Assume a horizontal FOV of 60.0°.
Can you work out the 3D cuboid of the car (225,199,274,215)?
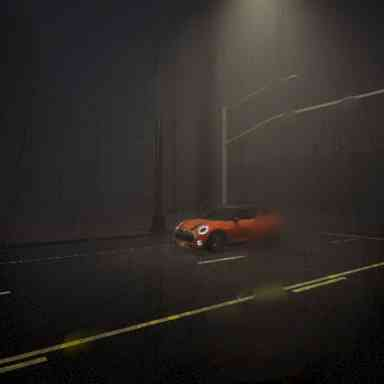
[{"bbox_3d":[5.856,1.491,34.519,2.128,1.511,4.902,0,0,-36],"label":"car"}]

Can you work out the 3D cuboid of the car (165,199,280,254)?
[{"bbox_3d":[1.477,1.352,13.617,4.553,1.767,2.097,0,0,-35],"label":"car"}]

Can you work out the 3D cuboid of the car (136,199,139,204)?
[{"bbox_3d":[-8.606,1.564,61.046,1.994,1.385,4.181,0,0,-35],"label":"car"}]

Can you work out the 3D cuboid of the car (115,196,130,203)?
[{"bbox_3d":[-14.417,1.468,69.097,1.812,1.442,4.674,0,0,-36],"label":"car"}]

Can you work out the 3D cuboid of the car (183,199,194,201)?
[{"bbox_3d":[0.073,1.601,42.620,1.895,1.301,4.718,0,0,-36],"label":"car"}]

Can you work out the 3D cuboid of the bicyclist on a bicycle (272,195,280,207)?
[{"bbox_3d":[11.500,1.303,45.517,1.656,1.620,0.582,0,0,-36],"label":"bicyclist on a bicycle"}]

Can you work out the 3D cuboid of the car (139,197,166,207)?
[{"bbox_3d":[-5.792,1.478,50.847,1.882,1.535,5.008,0,0,-35],"label":"car"}]
